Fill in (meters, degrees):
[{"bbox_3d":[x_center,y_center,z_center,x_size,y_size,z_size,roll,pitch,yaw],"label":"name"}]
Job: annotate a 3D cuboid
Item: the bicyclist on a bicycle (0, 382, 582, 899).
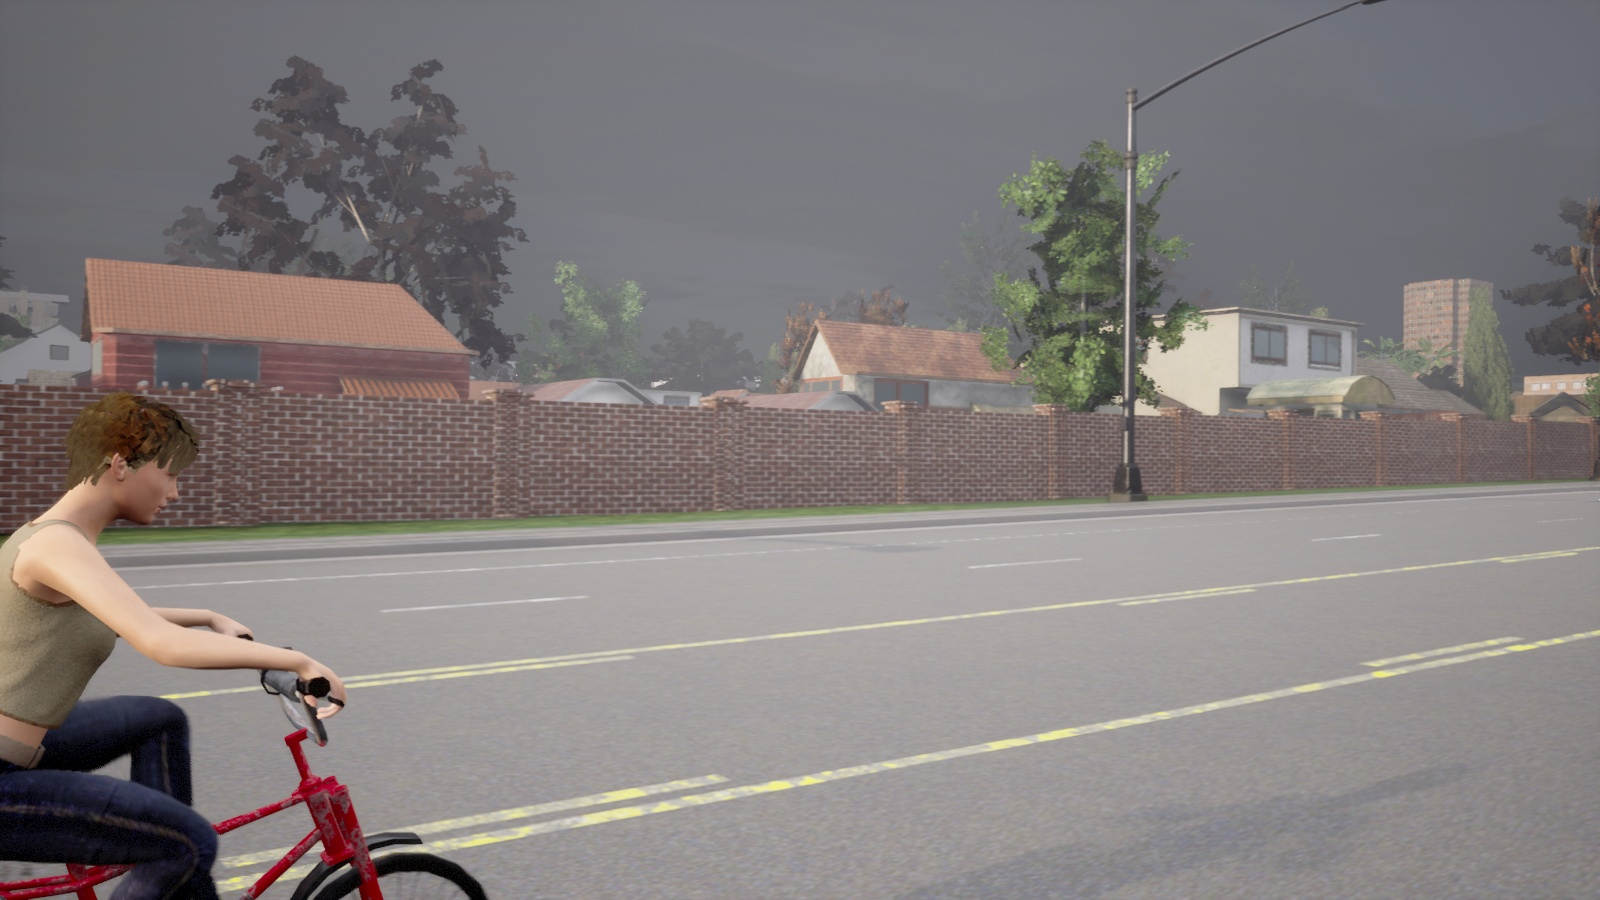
[{"bbox_3d":[-1.351,0.691,2.714,1.509,1.612,0.866,0,0,-35],"label":"bicyclist on a bicycle"}]
